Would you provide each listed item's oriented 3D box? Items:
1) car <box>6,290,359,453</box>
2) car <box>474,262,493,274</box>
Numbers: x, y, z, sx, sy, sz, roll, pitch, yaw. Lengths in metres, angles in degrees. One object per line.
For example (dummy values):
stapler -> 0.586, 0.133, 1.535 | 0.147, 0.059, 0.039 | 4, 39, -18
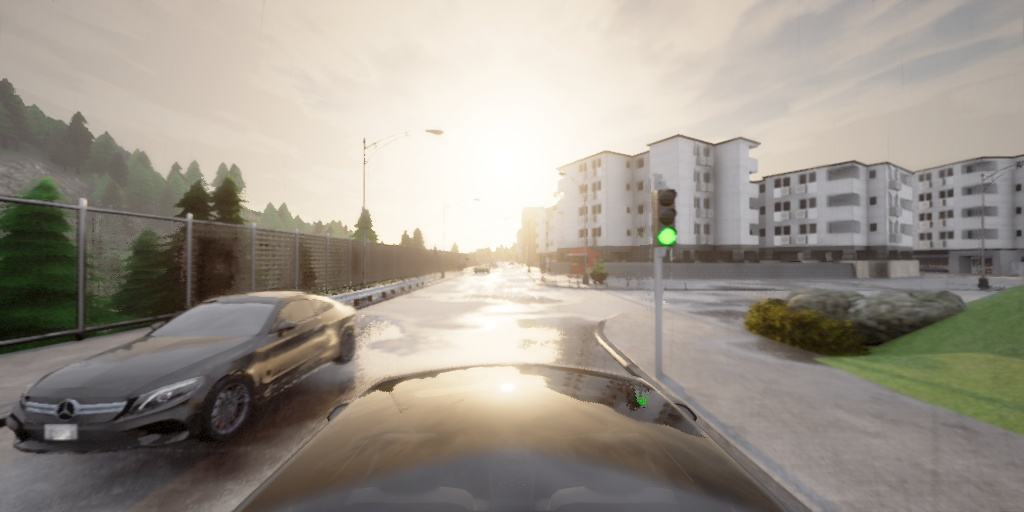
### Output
car -> -3.993, 1.311, 5.509 | 1.812, 1.442, 4.674 | 0, 0, 0
car -> -4.015, 1.737, 48.946 | 1.994, 1.385, 4.181 | 0, 0, 0
